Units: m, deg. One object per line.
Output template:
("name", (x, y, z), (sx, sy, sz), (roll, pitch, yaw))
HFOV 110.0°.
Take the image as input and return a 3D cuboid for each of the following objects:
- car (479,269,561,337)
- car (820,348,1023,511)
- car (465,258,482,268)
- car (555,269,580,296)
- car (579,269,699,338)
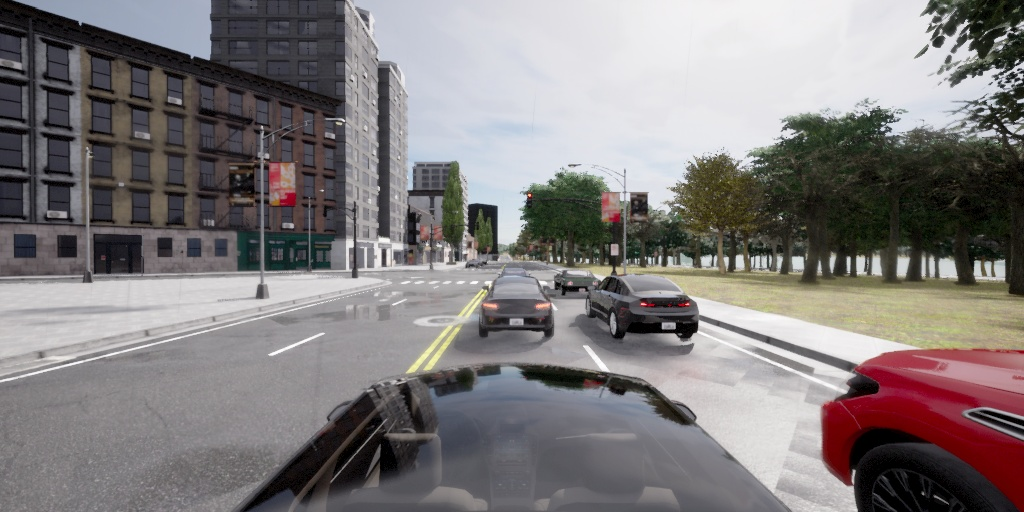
("car", (0.116, 1.274, 10.136), (1.812, 1.442, 4.674), (0, 0, 0))
("car", (3.348, 0.972, 0.235), (2.150, 2.045, 5.566), (0, 0, 0))
("car", (-6.487, 1.297, 59.147), (1.994, 1.385, 4.181), (0, 0, 0))
("car", (3.379, 1.347, 19.411), (1.895, 1.301, 4.718), (0, 0, 0))
("car", (3.363, 1.253, 10.098), (1.837, 1.490, 4.892), (0, 0, 0))
